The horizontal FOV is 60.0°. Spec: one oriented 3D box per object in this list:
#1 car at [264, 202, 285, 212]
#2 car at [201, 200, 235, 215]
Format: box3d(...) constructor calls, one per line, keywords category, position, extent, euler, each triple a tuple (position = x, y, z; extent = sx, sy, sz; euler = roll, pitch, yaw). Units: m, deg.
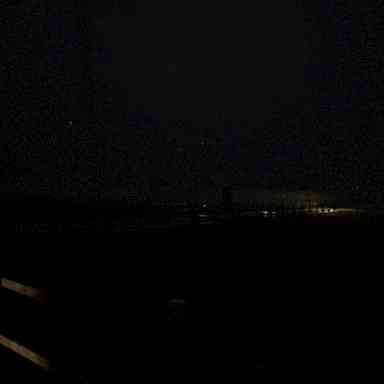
box3d(category="car", position=(12.648, 2.209, 50.797), extent=(1.994, 1.385, 4.181), euler=(3, 0, 35))
box3d(category="car", position=(2.954, 1.643, 37.018), extent=(2.097, 1.767, 4.553), euler=(3, 0, 35))
